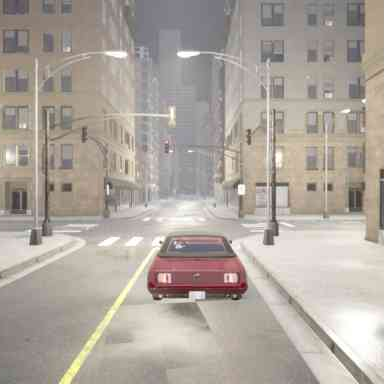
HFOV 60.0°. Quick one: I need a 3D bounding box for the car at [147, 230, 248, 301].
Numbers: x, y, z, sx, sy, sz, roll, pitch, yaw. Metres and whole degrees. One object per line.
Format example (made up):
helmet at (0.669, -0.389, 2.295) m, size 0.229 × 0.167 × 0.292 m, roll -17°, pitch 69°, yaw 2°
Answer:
car at (0.090, 1.601, 8.304) m, size 1.895 × 1.301 × 4.718 m, roll 0°, pitch 0°, yaw 0°
